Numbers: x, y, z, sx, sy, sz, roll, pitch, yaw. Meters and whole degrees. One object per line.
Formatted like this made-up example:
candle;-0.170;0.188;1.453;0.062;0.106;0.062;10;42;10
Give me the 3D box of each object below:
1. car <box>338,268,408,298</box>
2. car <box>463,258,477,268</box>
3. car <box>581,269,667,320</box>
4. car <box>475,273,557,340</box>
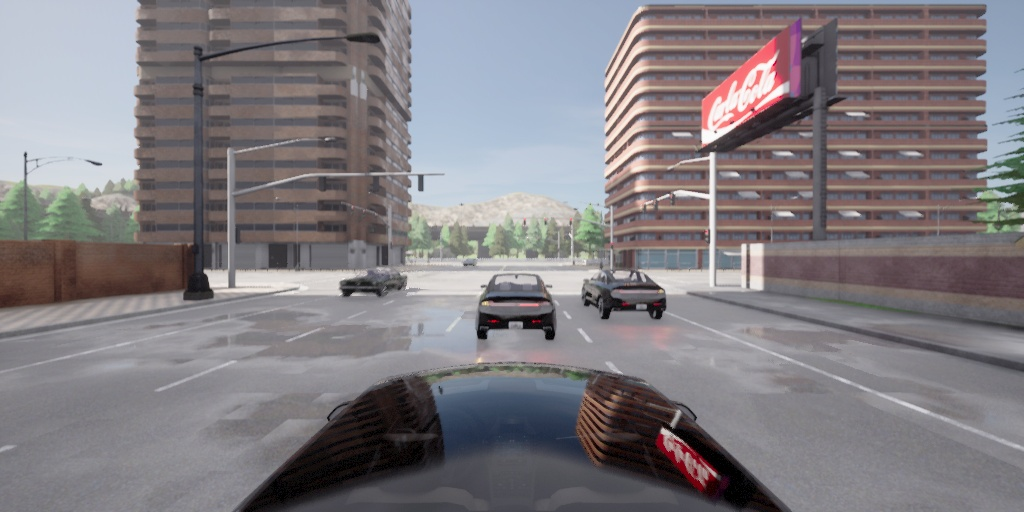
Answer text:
car;-6.866;1.295;18.218;1.895;1.301;4.718;0;0;0
car;-6.550;1.018;56.548;2.033;1.411;5.357;0;0;0
car;3.657;1.204;12.458;2.128;1.511;4.902;0;0;1
car;0.121;1.213;9.852;2.128;1.511;4.902;0;0;1
